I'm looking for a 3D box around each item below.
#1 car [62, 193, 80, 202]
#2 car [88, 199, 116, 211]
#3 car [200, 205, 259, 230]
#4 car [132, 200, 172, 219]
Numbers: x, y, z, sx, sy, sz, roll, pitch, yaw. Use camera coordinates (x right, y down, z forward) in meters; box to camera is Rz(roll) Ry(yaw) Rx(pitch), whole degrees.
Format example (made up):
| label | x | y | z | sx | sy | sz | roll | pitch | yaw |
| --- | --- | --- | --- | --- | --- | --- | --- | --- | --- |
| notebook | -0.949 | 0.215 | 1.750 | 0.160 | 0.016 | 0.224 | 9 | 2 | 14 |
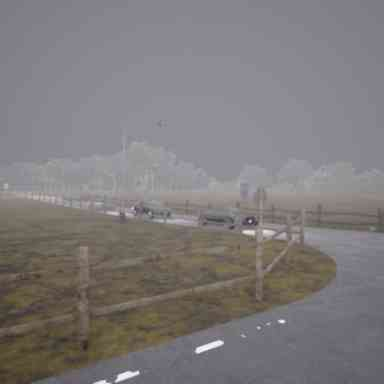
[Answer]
| label | x | y | z | sx | sy | sz | roll | pitch | yaw |
| --- | --- | --- | --- | --- | --- | --- | --- | --- | --- |
| car | -21.328 | 0.938 | 58.720 | 2.033 | 1.411 | 5.357 | 1 | 1 | -37 |
| car | -10.494 | 1.442 | 38.644 | 1.895 | 1.301 | 4.718 | 1 | 0 | -35 |
| car | 2.230 | 1.531 | 20.981 | 1.994 | 1.385 | 4.181 | 1 | -1 | -35 |
| car | -3.562 | 1.463 | 29.029 | 1.837 | 1.490 | 4.892 | 1 | 0 | -36 |
